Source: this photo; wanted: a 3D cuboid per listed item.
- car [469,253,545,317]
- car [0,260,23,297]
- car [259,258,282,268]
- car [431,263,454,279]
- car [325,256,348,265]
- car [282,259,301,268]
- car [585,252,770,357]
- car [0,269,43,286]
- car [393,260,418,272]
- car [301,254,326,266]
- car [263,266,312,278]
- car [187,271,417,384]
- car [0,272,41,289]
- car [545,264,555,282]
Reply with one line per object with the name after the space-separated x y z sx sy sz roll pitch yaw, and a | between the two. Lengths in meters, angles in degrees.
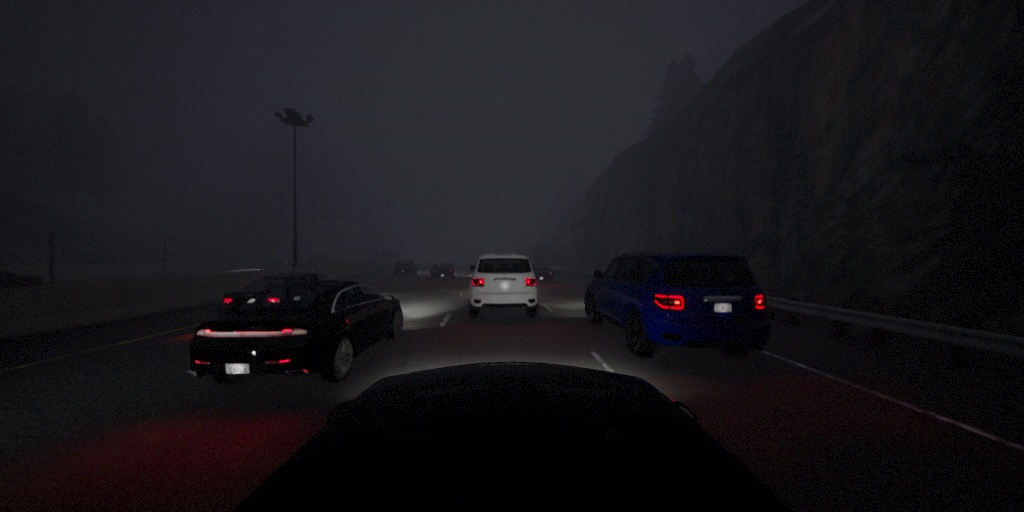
-0.376 0.914 13.127 2.150 2.045 5.566 0 0 -4 | car
-25.355 1.081 15.614 2.097 1.767 4.553 0 0 -6 | car
-36.247 1.052 53.941 2.128 1.511 4.902 0 0 -13 | car
-5.905 1.215 30.792 1.895 1.301 4.718 0 0 -9 | car
-24.867 1.110 51.484 1.994 1.385 4.181 0 0 -13 | car
-32.855 1.147 54.788 1.895 1.301 4.718 0 0 -13 | car
3.370 0.930 8.585 2.150 2.045 5.566 0 0 -2 | car
-21.671 1.209 13.752 1.882 1.535 5.008 0 0 -5 | car
-10.001 1.098 33.851 2.128 1.511 4.902 0 0 -10 | car
-28.920 0.766 53.381 2.150 2.045 5.566 0 0 -13 | car
-7.311 1.258 12.296 2.033 1.411 5.357 0 0 -4 | car
-3.590 1.222 7.027 2.128 1.511 4.902 0 0 -2 | car
-17.935 1.341 10.555 1.895 1.301 4.718 0 0 -4 | car
1.735 1.220 26.941 1.895 1.301 4.718 0 0 -8 | car
